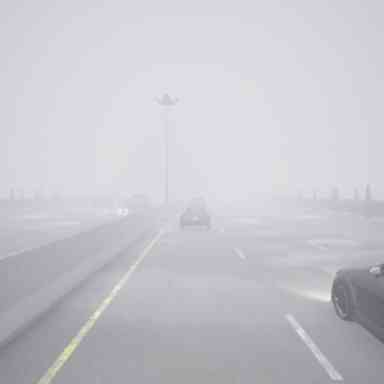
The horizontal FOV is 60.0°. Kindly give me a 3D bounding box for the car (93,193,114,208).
[{"bbox_3d":[-13.158,1.248,50.365,2.150,2.045,5.566,0,0,2],"label":"car"}]

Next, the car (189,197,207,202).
[{"bbox_3d":[0.706,1.373,39.973,2.097,1.767,4.553,0,0,2],"label":"car"}]

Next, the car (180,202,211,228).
[{"bbox_3d":[0.238,1.576,22.316,1.994,1.385,4.181,0,0,1],"label":"car"}]

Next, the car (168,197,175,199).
[{"bbox_3d":[-5.140,1.264,82.897,2.128,1.511,4.902,0,0,2],"label":"car"}]

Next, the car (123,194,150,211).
[{"bbox_3d":[-6.470,1.243,40.635,2.150,2.045,5.566,0,0,2],"label":"car"}]

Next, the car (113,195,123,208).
[{"bbox_3d":[-9.691,1.519,49.448,2.128,1.511,4.902,0,0,2],"label":"car"}]

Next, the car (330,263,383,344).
[{"bbox_3d":[3.602,1.566,4.603,1.994,1.385,4.181,0,0,0],"label":"car"}]
